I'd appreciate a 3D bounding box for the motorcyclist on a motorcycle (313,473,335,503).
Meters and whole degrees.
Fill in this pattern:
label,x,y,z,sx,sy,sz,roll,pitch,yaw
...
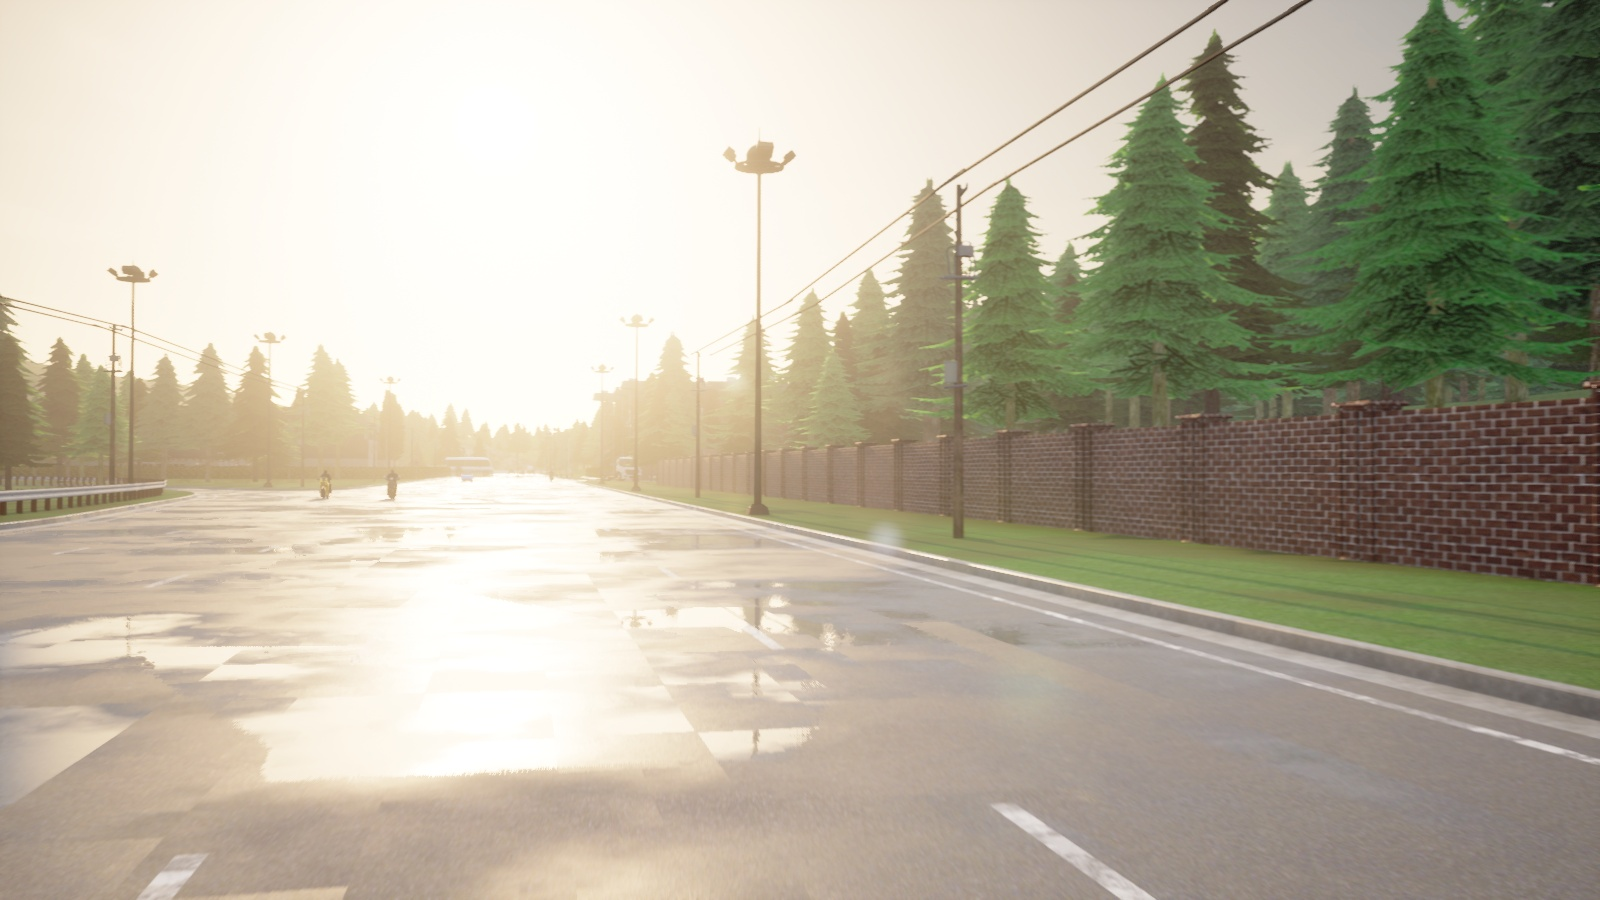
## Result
label,x,y,z,sx,sy,sz,roll,pitch,yaw
motorcyclist on a motorcycle,-25.057,2.000,66.111,0.797,1.523,2.044,0,-1,-13

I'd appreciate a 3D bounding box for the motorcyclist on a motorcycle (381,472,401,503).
label,x,y,z,sx,sy,sz,roll,pitch,yaw
motorcyclist on a motorcycle,-21.367,1.948,65.630,0.866,1.590,1.817,0,-1,-13
